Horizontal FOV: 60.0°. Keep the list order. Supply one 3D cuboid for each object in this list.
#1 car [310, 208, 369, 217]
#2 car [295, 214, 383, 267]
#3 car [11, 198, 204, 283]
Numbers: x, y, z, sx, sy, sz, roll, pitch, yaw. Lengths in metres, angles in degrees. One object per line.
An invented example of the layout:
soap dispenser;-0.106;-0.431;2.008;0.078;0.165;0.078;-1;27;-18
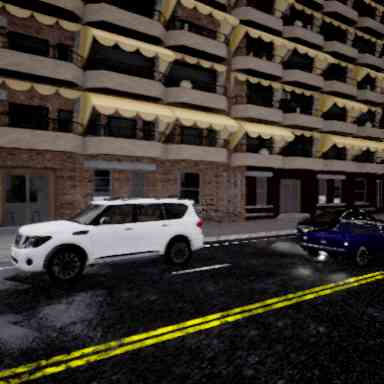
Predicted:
car;7.182;1.551;16.391;4.892;1.490;1.837;1;0;-33
car;5.970;1.637;11.695;4.718;1.301;1.895;0;0;-34
car;-2.220;1.209;9.951;5.566;2.045;2.150;1;0;-35
